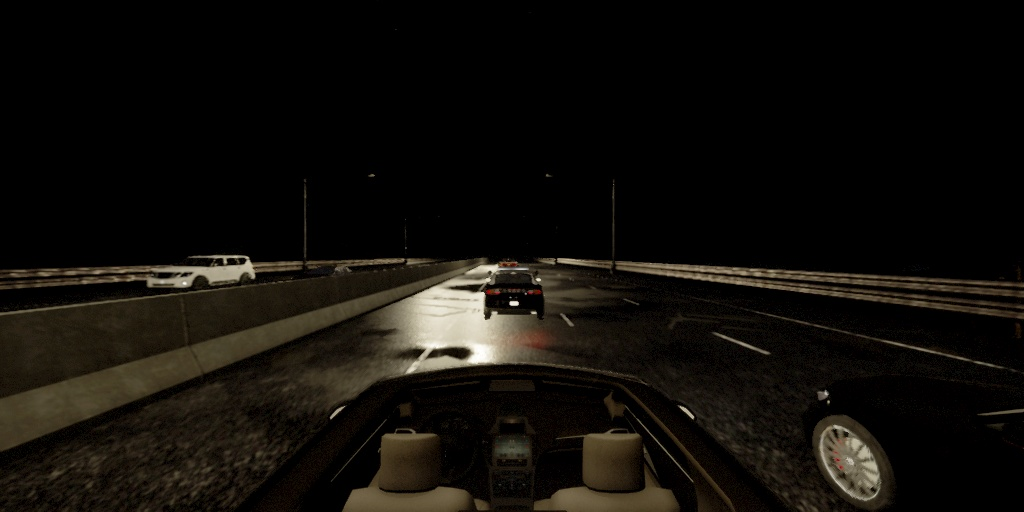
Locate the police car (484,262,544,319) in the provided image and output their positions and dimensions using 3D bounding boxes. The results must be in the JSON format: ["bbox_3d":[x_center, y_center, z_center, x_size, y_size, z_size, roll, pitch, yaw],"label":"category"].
[{"bbox_3d":[0.048,1.173,13.015,1.930,1.638,5.238,0,0,0],"label":"police car"}]

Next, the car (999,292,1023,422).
[{"bbox_3d":[7.092,1.227,2.022,1.882,1.535,5.008,0,0,0],"label":"car"}]

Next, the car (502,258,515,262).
[{"bbox_3d":[-0.413,1.070,42.795,2.097,1.767,4.553,0,0,-1],"label":"car"}]

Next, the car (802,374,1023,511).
[{"bbox_3d":[3.593,1.275,1.336,1.812,1.442,4.674,0,0,0],"label":"car"}]

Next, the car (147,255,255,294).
[{"bbox_3d":[-17.620,0.958,20.797,2.150,2.045,5.566,0,0,-1],"label":"car"}]

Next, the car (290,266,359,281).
[{"bbox_3d":[-10.620,1.292,20.795,2.033,1.411,5.357,0,0,-1],"label":"car"}]
